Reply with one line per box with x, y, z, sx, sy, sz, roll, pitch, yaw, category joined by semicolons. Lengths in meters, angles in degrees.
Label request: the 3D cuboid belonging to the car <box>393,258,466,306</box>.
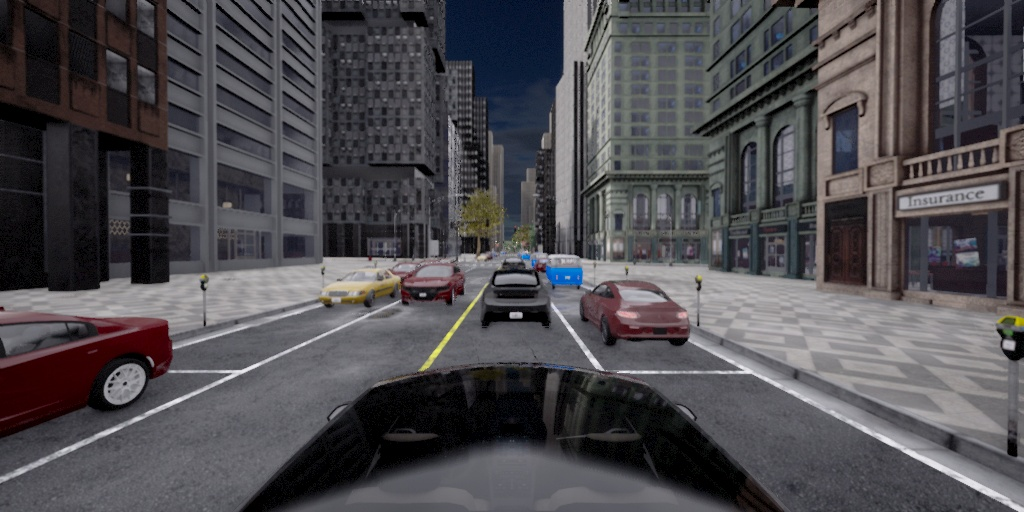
-3.077;1.034;14.863;1.882;1.535;5.008;0;1;0;car

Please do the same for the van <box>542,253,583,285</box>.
2.793;0.826;19.844;1.690;1.789;3.998;0;0;0;van

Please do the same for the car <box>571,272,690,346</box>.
2.774;1.229;8.794;1.802;1.307;4.207;0;0;0;car

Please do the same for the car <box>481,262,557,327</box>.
0.104;1.120;10.981;1.837;1.490;4.892;0;1;0;car

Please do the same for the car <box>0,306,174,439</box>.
-5.780;1.271;3.299;1.888;1.381;4.507;0;0;0;car

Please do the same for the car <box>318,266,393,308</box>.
-5.766;1.089;14.179;1.751;1.417;4.829;0;0;0;car

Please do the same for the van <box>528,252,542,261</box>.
2.821;0.586;36.416;1.690;1.789;3.998;0;0;0;van

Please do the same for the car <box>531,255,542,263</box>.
2.812;0.870;30.892;1.888;1.381;4.507;0;0;0;car

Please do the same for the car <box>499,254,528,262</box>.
0.133;0.814;30.043;1.882;1.535;5.008;0;1;0;car
